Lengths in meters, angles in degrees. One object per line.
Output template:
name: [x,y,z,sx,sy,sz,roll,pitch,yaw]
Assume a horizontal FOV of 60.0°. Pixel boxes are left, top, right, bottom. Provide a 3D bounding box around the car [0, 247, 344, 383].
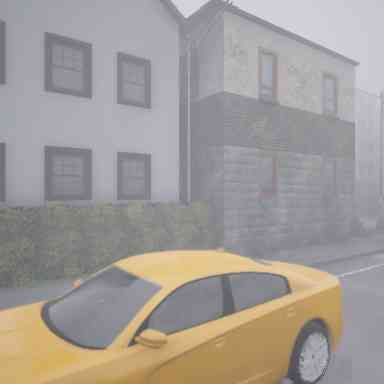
car: [-0.303,1.477,3.759,5.008,1.535,1.882,0,0,-36]
